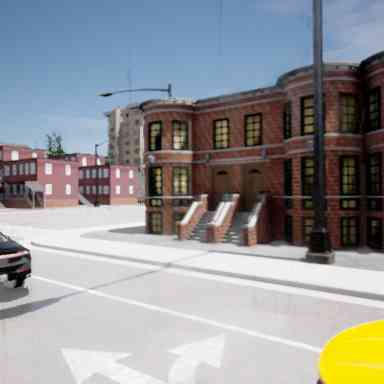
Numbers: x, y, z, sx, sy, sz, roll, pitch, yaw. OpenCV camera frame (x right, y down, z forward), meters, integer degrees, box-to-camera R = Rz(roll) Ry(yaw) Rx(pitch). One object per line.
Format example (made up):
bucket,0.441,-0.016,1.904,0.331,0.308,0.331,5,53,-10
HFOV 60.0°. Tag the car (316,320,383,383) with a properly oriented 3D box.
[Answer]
car,3.246,1.459,1.678,5.008,1.535,1.882,-1,0,36

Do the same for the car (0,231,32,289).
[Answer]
car,-5.892,1.588,8.197,4.902,1.511,2.128,-1,0,35
